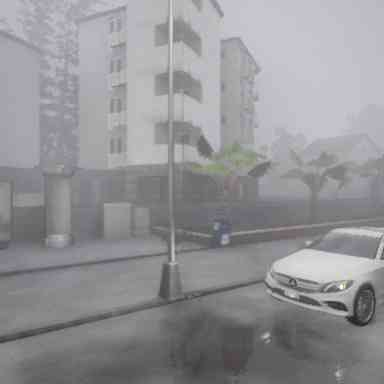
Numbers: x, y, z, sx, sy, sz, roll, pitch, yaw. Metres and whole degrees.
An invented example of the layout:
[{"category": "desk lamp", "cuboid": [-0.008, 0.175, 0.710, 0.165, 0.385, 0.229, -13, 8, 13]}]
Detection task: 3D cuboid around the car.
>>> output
[{"category": "car", "cuboid": [3.630, 1.513, 7.182, 4.674, 1.442, 1.812, 0, 0, -36]}]
